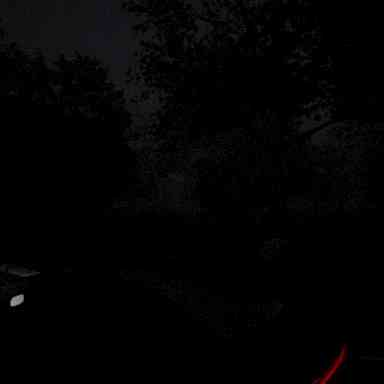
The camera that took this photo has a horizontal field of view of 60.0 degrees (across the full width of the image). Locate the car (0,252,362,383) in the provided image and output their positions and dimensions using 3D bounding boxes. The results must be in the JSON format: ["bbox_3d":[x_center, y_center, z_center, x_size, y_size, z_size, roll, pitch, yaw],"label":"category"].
[{"bbox_3d":[-0.797,1.482,3.949,5.008,1.535,1.882,0,0,36],"label":"car"}]
